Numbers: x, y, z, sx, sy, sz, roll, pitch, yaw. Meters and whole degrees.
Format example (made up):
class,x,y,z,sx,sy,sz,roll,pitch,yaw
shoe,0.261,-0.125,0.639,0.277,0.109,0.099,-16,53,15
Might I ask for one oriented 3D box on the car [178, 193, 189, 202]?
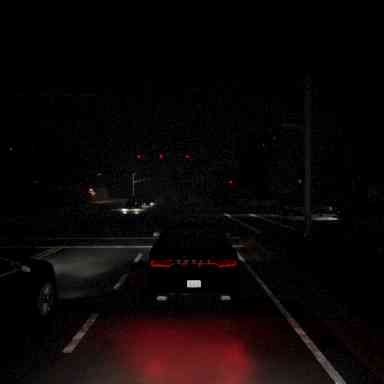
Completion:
class,x,y,z,sx,sy,sz,roll,pitch,yaw
car,-1.901,1.225,74.242,2.150,2.045,5.566,0,0,-1

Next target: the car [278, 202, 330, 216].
class,x,y,z,sx,sy,sz,roll,pitch,yaw
car,10.865,1.601,32.348,4.718,1.301,1.895,0,0,-2

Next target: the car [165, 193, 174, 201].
class,x,y,z,sx,sy,sz,roll,pitch,yaw
car,-5.689,1.269,85.147,2.097,1.767,4.553,0,0,-1

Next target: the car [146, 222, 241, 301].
class,x,y,z,sx,sy,sz,roll,pitch,yaw
car,0.001,1.478,8.378,1.882,1.535,5.008,0,0,-1

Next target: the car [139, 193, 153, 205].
class,x,y,z,sx,sy,sz,roll,pitch,yaw
car,-8.546,1.221,57.179,2.150,2.045,5.566,0,0,-1

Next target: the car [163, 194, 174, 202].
class,x,y,z,sx,sy,sz,roll,pitch,yaw
car,-5.416,1.533,74.542,2.033,1.411,5.357,0,0,-1

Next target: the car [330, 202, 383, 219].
class,x,y,z,sx,sy,sz,roll,pitch,yaw
car,14.761,1.564,28.959,4.181,1.385,1.994,0,0,-2

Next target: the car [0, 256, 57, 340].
class,x,y,z,sx,sy,sz,roll,pitch,yaw
car,-3.468,1.492,4.386,2.128,1.511,4.902,0,0,0

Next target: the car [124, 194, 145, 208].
class,x,y,z,sx,sy,sz,roll,pitch,yaw
car,-8.307,1.477,47.115,1.882,1.535,5.008,0,0,-1

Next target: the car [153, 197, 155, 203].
class,x,y,z,sx,sy,sz,roll,pitch,yaw
car,-8.776,1.564,69.044,1.994,1.385,4.181,0,0,-1

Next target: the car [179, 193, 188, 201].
class,x,y,z,sx,sy,sz,roll,pitch,yaw
car,-2.183,1.225,84.975,2.150,2.045,5.566,0,0,-1
